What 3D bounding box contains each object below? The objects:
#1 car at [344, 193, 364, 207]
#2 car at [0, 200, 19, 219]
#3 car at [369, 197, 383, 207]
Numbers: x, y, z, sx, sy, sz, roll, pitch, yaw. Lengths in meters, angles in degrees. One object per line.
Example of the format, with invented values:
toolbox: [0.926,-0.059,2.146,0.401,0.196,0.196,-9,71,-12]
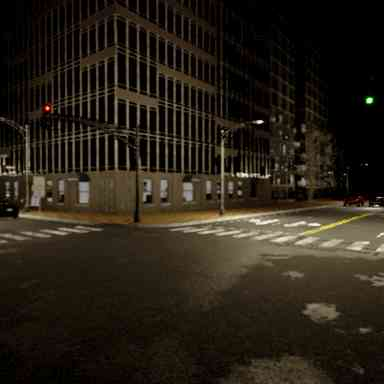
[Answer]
car: [25.607,1.222,52.525,2.150,2.045,5.566,1,0,36]
car: [-14.442,1.273,24.661,4.313,1.339,1.947,1,1,38]
car: [28.243,1.515,50.627,2.128,1.511,4.902,1,0,36]
